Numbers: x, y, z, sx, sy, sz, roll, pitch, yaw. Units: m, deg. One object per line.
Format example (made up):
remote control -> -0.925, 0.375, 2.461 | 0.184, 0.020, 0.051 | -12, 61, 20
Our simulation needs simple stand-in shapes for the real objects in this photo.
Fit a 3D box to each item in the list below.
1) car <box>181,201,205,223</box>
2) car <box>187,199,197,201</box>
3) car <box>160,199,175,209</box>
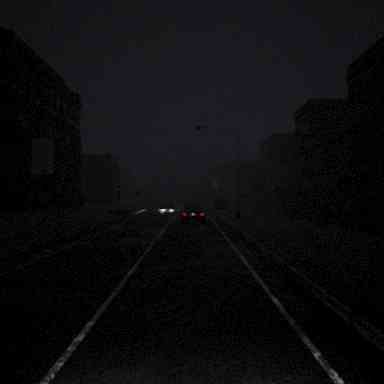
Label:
car -> 0.089, 1.666, 26.302 | 2.033, 1.411, 5.357 | 0, 0, 0
car -> 0.039, 1.692, 44.439 | 2.128, 1.511, 4.902 | 0, 0, 1
car -> -3.587, 1.785, 48.949 | 1.994, 1.385, 4.181 | 0, 0, 0
